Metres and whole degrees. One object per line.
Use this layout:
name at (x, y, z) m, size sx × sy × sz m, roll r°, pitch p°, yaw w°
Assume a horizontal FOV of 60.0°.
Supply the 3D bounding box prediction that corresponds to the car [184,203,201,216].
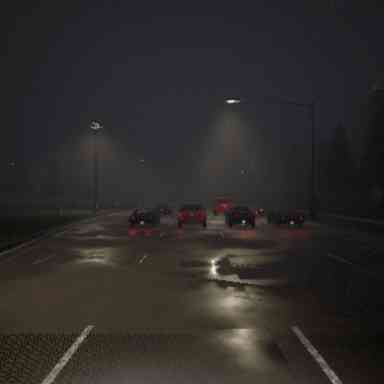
car at (0.047, 2.055, 39.156) m, size 1.895 × 1.301 × 4.718 m, roll 0°, pitch -1°, yaw 1°

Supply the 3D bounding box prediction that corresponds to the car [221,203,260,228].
car at (3.508, 1.795, 24.928) m, size 1.837 × 1.490 × 4.892 m, roll 0°, pitch -1°, yaw 0°

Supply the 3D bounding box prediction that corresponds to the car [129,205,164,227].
car at (-3.490, 1.897, 25.470) m, size 1.895 × 1.301 × 4.718 m, roll 0°, pitch -1°, yaw 0°

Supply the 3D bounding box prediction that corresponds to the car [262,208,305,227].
car at (7.010, 1.898, 25.528) m, size 1.895 × 1.301 × 4.718 m, roll 0°, pitch -1°, yaw 0°

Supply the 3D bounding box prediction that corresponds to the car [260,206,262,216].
car at (7.045, 2.052, 38.870) m, size 1.895 × 1.301 × 4.718 m, roll 0°, pitch -1°, yaw 1°

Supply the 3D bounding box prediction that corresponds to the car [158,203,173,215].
car at (-3.441, 2.034, 40.401) m, size 1.994 × 1.385 × 4.181 m, roll 0°, pitch -1°, yaw 0°

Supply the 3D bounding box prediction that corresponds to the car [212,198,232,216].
car at (3.541, 1.672, 38.636) m, size 2.150 × 2.045 × 5.566 m, roll 0°, pitch 0°, yaw 1°

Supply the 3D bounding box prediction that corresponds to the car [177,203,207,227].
car at (0.010, 1.649, 25.384) m, size 2.097 × 1.767 × 4.553 m, roll 0°, pitch 0°, yaw 0°
